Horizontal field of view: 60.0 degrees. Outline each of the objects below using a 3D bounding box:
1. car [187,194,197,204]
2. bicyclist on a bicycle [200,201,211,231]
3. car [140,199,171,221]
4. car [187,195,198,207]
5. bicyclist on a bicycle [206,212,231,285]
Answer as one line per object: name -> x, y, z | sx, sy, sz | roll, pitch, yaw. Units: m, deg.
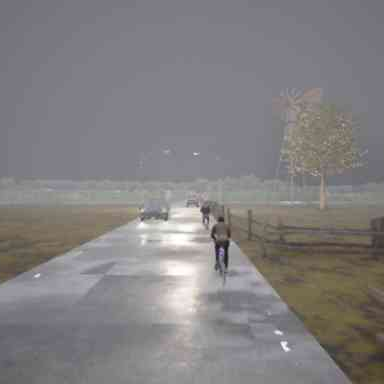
car -> 0.006, 1.567, 71.992 | 2.150, 2.045, 5.566 | 0, -1, 0
bicyclist on a bicycle -> 0.759, 1.356, 18.493 | 0.659, 1.776, 1.843 | 0, 0, 0
car -> -2.845, 1.345, 26.607 | 2.097, 1.767, 4.553 | 0, 0, 0
car -> 0.105, 1.664, 55.364 | 1.837, 1.490, 4.892 | 0, 0, 0
bicyclist on a bicycle -> 0.759, 1.441, 8.562 | 0.582, 1.620, 1.656 | 0, 0, 0
